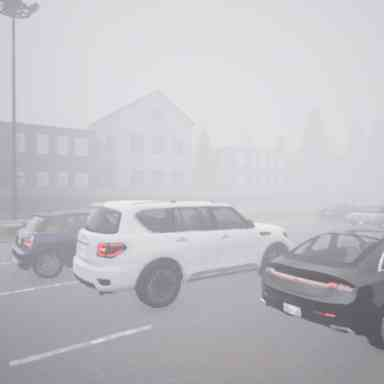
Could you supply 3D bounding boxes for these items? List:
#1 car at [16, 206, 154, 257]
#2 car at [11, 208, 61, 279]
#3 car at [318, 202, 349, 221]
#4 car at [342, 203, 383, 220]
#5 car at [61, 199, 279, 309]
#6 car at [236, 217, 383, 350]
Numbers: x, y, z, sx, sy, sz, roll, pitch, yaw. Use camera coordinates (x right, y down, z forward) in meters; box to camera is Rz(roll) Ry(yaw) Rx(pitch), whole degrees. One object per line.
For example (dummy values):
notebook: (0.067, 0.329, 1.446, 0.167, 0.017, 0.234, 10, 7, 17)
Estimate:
car: (-4.241, 1.455, 13.619, 5.008, 1.535, 1.882, 0, 0, -35)
car: (-2.934, 1.334, 10.252, 4.553, 1.767, 2.097, 0, 0, -35)
car: (11.242, 1.442, 24.661, 4.181, 1.385, 1.994, 0, 0, -35)
car: (11.634, 1.489, 20.638, 4.718, 1.301, 1.895, 0, 0, -36)
car: (0.054, 1.197, 8.083, 5.566, 2.045, 2.150, 0, 0, -35)
car: (3.408, 1.459, 6.177, 4.902, 1.511, 2.128, 0, 0, -36)
